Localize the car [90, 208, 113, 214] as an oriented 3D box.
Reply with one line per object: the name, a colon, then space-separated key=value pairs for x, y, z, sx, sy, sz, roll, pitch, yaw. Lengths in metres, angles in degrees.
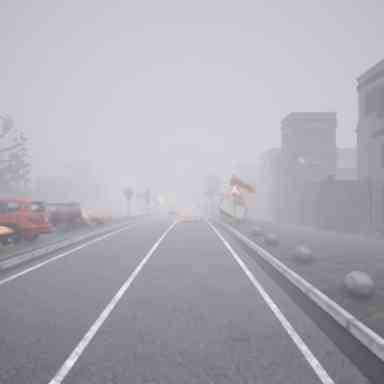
car: x=-21.803 y=4.592 z=79.887 sx=4.892 sy=1.521 sz=2.231 roll=0 pitch=-3 yaw=0

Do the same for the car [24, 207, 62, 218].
car: x=-21.894 y=3.018 z=49.145 sx=4.674 sy=1.452 sz=2.002 roll=0 pitch=-3 yaw=0

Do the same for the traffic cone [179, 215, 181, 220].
traffic cone: x=-1.375 y=2.691 z=33.027 sx=0.340 sy=0.580 sz=0.340 roll=0 pitch=-2 yaw=0

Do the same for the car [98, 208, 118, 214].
car: x=-21.780 y=4.968 z=86.298 sx=4.674 sy=1.452 sz=2.002 roll=0 pitch=-3 yaw=0

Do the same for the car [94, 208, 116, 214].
car: x=-21.801 y=4.763 z=83.156 sx=5.008 sy=1.535 sz=2.097 roll=0 pitch=-3 yaw=0

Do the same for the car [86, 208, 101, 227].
car: x=-9.576 y=1.780 z=24.872 sx=4.553 sy=1.767 sz=2.185 roll=0 pitch=-2 yaw=0

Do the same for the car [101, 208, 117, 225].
car: x=-9.373 y=2.006 z=27.785 sx=5.366 sy=1.575 sz=1.946 roll=0 pitch=-2 yaw=0

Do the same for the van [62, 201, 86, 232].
van: x=-9.647 y=1.585 z=21.839 sx=4.442 sy=1.987 sz=1.878 roll=0 pitch=-2 yaw=0

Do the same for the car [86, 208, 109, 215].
car: x=-21.819 y=4.459 z=76.614 sx=4.674 sy=1.452 sz=2.002 roll=0 pitch=-3 yaw=0

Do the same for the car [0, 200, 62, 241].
car: x=-9.523 y=1.386 z=15.650 sx=5.566 sy=2.045 sz=2.435 roll=0 pitch=-2 yaw=0

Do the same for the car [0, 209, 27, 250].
car: x=-9.473 y=1.572 z=12.727 sx=5.008 sy=1.535 sz=2.097 roll=0 pitch=-1 yaw=-1

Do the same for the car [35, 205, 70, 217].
car: x=-21.954 y=3.018 z=52.320 sx=4.553 sy=1.767 sz=2.185 roll=0 pitch=-3 yaw=0

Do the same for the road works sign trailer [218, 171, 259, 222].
road works sign trailer: x=3.725 y=0.743 z=28.559 sx=2.380 sy=3.560 sz=2.880 roll=27 pitch=-34 yaw=-2

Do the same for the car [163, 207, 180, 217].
car: x=-3.239 y=3.324 z=57.466 sx=2.097 sy=1.767 sz=4.553 roll=0 pitch=-3 yaw=1
